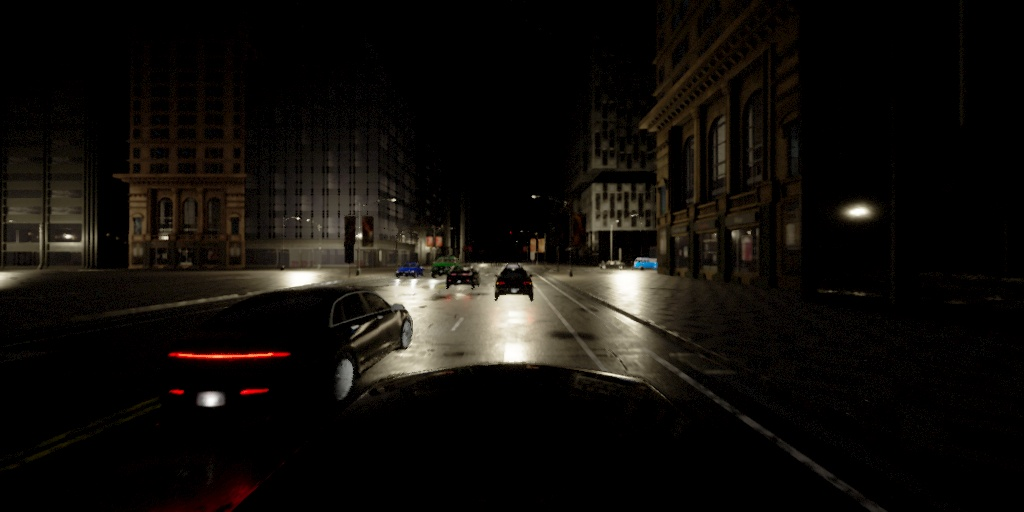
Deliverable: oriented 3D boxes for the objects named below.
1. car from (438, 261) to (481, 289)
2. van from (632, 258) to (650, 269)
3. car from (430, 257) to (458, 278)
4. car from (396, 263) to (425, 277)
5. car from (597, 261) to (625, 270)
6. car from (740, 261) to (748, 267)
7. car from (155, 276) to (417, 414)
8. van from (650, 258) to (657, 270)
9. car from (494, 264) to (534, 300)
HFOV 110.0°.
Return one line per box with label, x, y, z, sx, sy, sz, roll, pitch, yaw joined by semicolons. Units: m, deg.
car;-3.155;1.326;23.719;2.128;1.511;4.902;0;0;0
van;21.484;1.254;57.486;3.998;1.789;1.690;0;0;0
car;-6.518;1.108;35.742;2.150;2.045;5.566;0;-1;0
car;-9.779;1.403;34.825;1.812;1.442;4.674;0;0;1
car;15.865;1.476;57.509;4.403;1.370;2.007;0;0;0
car;32.688;1.431;48.916;4.207;1.307;1.802;0;0;0
car;-3.151;1.271;6.178;1.837;1.490;4.892;0;-1;0
van;21.451;1.212;48.961;3.998;1.789;1.690;0;0;0
car;0.095;1.338;17.923;1.812;1.442;4.674;0;0;0
